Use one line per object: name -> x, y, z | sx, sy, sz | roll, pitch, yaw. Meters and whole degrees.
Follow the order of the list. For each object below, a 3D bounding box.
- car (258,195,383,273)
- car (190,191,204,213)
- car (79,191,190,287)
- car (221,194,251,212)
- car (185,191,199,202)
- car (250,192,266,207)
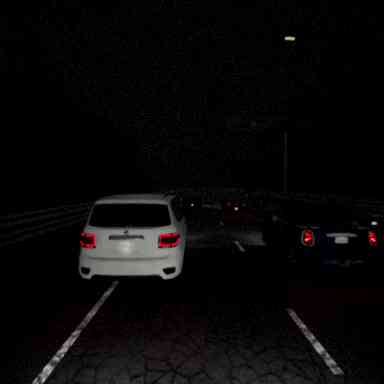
car -> 3.600, 1.142, 10.125 | 2.097, 1.767, 4.553 | 0, 1, 0
car -> 0.048, 0.853, 32.503 | 1.837, 1.490, 4.892 | 0, 1, 0
car -> -1.226, 1.040, 8.897 | 2.150, 2.045, 5.566 | 0, 1, 0
car -> 3.595, 1.012, 29.188 | 1.895, 1.301, 4.718 | 0, 1, 0
car -> 0.036, 0.581, 46.863 | 1.837, 1.490, 4.892 | 0, 1, 1
car -> 7.096, 0.746, 36.528 | 1.882, 1.535, 5.008 | 0, 1, 0
